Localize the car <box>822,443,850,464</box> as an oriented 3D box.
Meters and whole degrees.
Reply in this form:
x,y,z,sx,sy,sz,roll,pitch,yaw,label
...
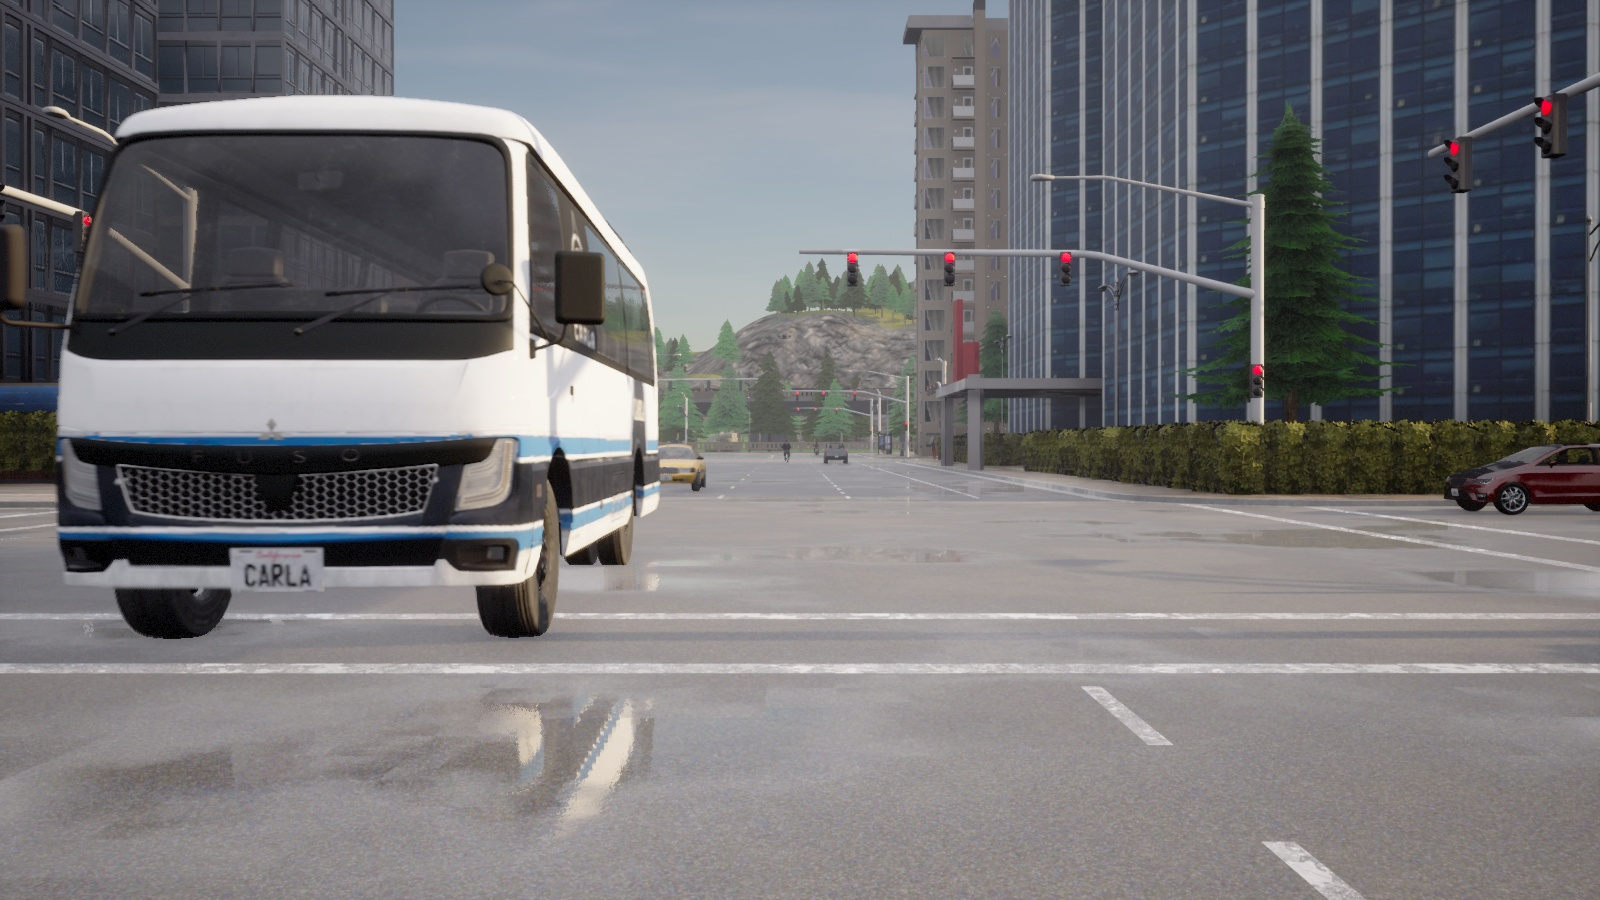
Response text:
x,y,z,sx,sy,sz,roll,pitch,yaw,label
2.553,0.252,90.334,1.845,1.501,3.633,0,0,-1,car

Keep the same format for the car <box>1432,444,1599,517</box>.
x,y,z,sx,sy,sz,roll,pitch,yaw,label
15.923,0.623,26.546,4.193,1.474,1.816,0,0,0,car

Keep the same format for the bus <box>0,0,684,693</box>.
x,y,z,sx,sy,sz,roll,pitch,yaw,label
-3.536,-0.704,12.635,3.944,4.253,10.273,0,0,-1,bus

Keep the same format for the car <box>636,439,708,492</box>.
x,y,z,sx,sy,sz,roll,pitch,yaw,label
-3.992,0.456,40.066,1.801,1.575,5.366,0,0,-1,car
